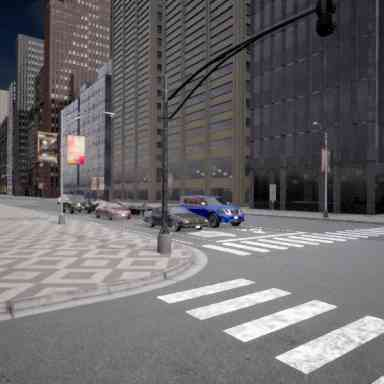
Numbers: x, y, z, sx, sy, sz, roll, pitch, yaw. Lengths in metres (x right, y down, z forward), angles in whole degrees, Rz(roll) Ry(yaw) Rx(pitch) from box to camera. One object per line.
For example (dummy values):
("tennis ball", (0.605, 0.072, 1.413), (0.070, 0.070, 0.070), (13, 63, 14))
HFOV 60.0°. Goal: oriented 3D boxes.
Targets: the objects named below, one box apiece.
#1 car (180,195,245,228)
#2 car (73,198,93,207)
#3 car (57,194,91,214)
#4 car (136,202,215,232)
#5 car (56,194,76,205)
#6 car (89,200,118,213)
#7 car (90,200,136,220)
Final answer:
("car", (1.131, 1.267, 23.092), (2.150, 2.045, 5.566), (1, -1, -36))
("car", (-18.686, 1.733, 56.745), (1.837, 1.490, 4.892), (1, -1, -36))
("car", (-13.117, 1.322, 37.461), (2.150, 2.045, 5.566), (1, -1, -36))
("car", (-1.197, 1.567, 20.769), (2.033, 1.411, 5.357), (1, -1, -35))
("car", (-24.738, 1.489, 65.205), (2.150, 2.045, 5.566), (1, -1, -36))
("car", (-10.605, 1.651, 39.531), (1.812, 1.442, 4.674), (1, -1, -35))
("car", (-6.893, 1.584, 28.736), (1.812, 1.442, 4.674), (1, -1, -36))
